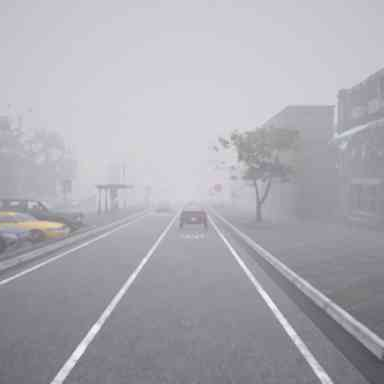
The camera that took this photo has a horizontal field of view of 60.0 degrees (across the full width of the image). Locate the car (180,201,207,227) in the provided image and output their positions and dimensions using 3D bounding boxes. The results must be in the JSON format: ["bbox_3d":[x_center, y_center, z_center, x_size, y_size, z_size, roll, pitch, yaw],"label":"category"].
[{"bbox_3d":[0.114,1.675,24.388,1.882,1.535,5.008,0,-1,0],"label":"car"}]

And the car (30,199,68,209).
[{"bbox_3d":[-22.072,1.859,51.461,4.892,1.521,2.231,0,0,0],"label":"car"}]

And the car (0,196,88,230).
[{"bbox_3d":[-8.946,1.396,19.036,5.566,2.045,2.435,0,0,0],"label":"car"}]

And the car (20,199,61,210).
[{"bbox_3d":[-22.081,1.839,48.686,5.008,1.535,2.097,0,0,0],"label":"car"}]

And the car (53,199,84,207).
[{"bbox_3d":[-22.113,1.946,59.787,4.792,1.488,2.163,0,0,0],"label":"car"}]

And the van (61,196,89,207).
[{"bbox_3d":[-21.968,1.711,62.562,4.442,1.987,1.878,0,0,0],"label":"van"}]

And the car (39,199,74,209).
[{"bbox_3d":[-22.109,1.907,54.235,4.792,1.488,2.163,0,0,0],"label":"car"}]

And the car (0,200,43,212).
[{"bbox_3d":[-22.069,1.842,43.134,4.674,1.452,2.002,0,0,0],"label":"car"}]

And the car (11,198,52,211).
[{"bbox_3d":[-22.105,1.695,45.911,4.553,1.767,2.185,0,0,0],"label":"car"}]

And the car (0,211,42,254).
[{"bbox_3d":[-8.972,1.652,13.427,4.674,1.452,2.002,0,0,0],"label":"car"}]

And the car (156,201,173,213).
[{"bbox_3d":[-3.317,1.832,40.868,2.033,1.411,5.357,0,0,0],"label":"car"}]

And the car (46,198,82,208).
[{"bbox_3d":[-21.896,1.894,57.010,5.366,1.575,1.946,0,0,0],"label":"car"}]

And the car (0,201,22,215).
[{"bbox_3d":[-22.064,1.806,37.581,4.674,1.452,2.002,0,0,0],"label":"car"}]

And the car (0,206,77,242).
[{"bbox_3d":[-8.787,1.627,16.231,5.366,1.575,1.946,0,0,0],"label":"car"}]

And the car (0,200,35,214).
[{"bbox_3d":[-22.064,1.783,40.359,5.008,1.535,2.097,0,0,0],"label":"car"}]
